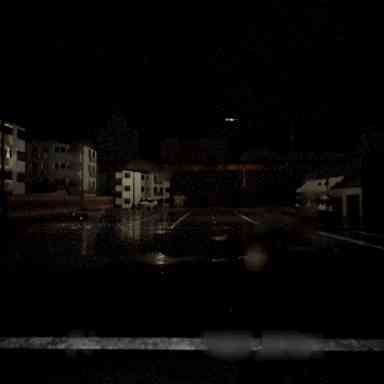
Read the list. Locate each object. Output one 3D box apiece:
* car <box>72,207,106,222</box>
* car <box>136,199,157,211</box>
[{"bbox_3d":[-10.076,2.155,32.697,1.895,1.301,4.718,0,-1,2],"label":"car"},{"bbox_3d":[-8.025,2.213,58.940,2.150,2.045,5.566,-1,-1,15],"label":"car"}]
